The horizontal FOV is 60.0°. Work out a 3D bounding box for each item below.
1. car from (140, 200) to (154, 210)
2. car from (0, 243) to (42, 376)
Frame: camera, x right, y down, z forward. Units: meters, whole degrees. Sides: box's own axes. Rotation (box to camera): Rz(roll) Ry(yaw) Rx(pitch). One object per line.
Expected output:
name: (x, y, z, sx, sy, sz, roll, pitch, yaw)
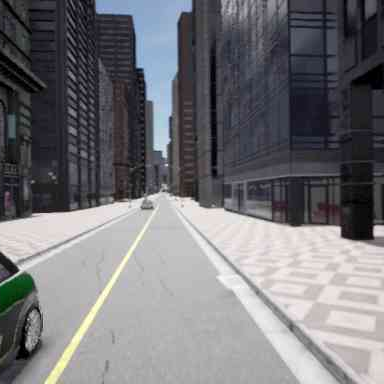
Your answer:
car: (-7.609, 2.134, 56.483, 2.097, 1.767, 4.553, -1, -1, -5)
car: (-3.158, 1.441, 3.055, 2.097, 1.767, 4.553, -1, -1, -5)
